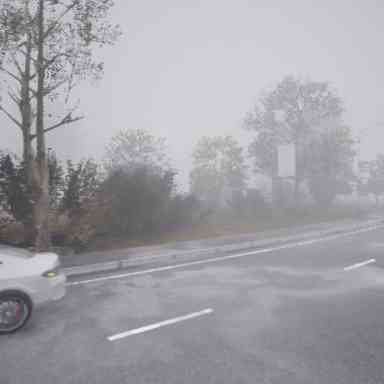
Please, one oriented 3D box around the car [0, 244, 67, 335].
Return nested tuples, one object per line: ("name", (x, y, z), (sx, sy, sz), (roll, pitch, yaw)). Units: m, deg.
("car", (-4.459, 1.548, 5.230), (4.674, 1.442, 1.812), (0, 0, -35))
